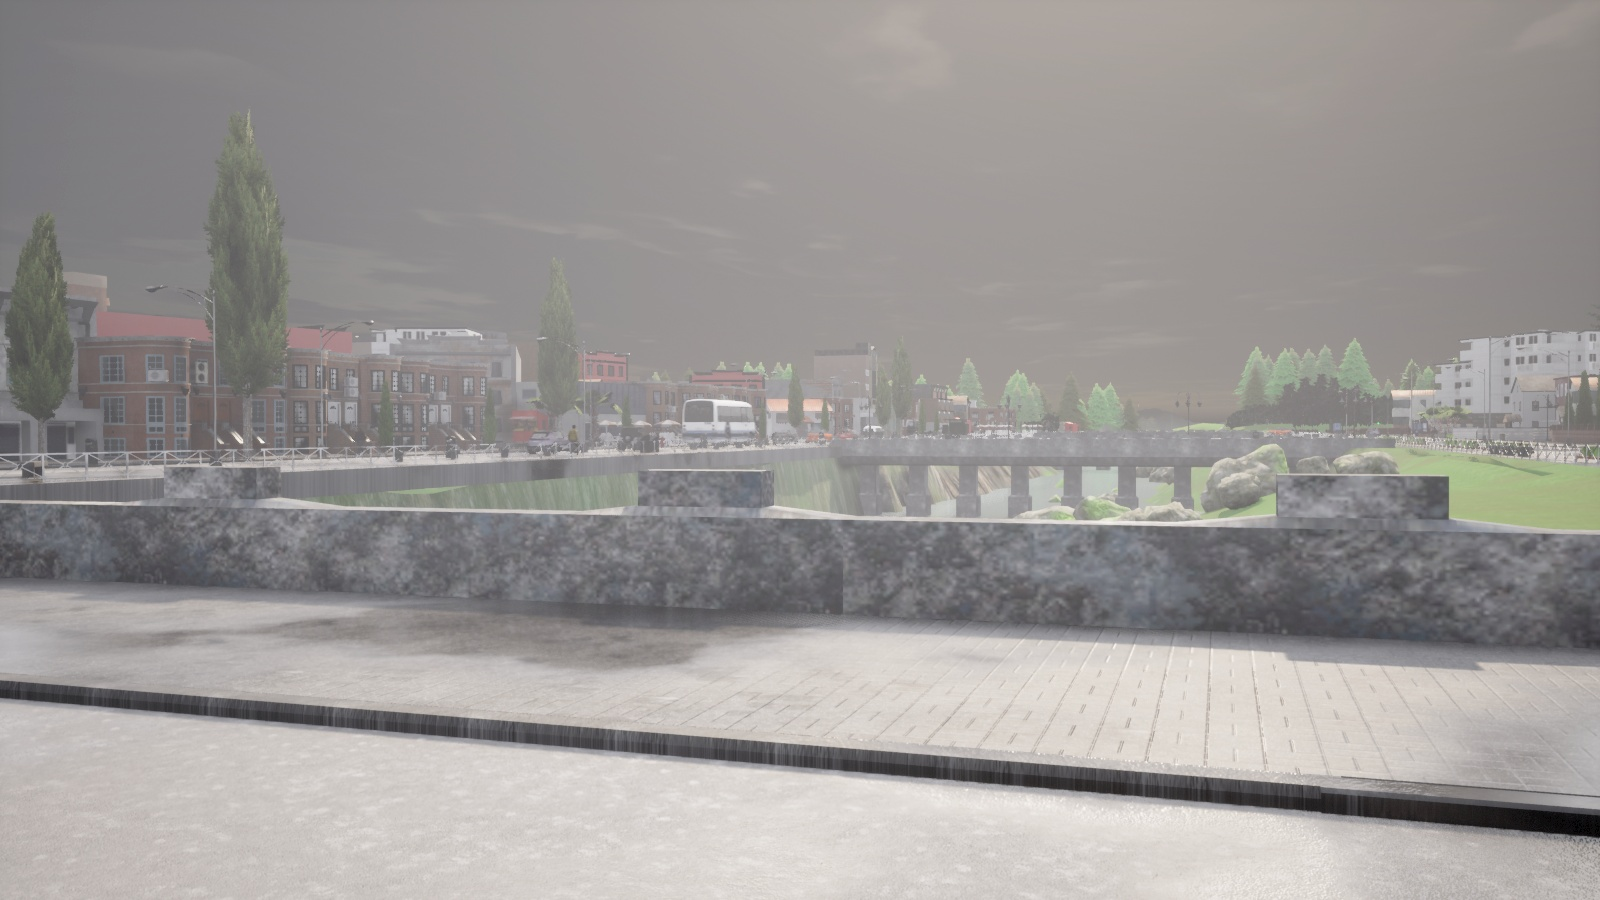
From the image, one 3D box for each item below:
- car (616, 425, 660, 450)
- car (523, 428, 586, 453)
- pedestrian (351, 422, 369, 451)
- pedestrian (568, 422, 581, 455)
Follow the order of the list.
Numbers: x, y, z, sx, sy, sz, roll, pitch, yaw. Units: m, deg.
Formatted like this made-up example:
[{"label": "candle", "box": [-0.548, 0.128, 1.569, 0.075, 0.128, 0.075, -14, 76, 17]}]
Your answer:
[{"label": "car", "box": [-12.490, -0.978, 96.998, 1.905, 1.878, 3.866, 1, 1, 19]}, {"label": "car", "box": [-16.550, -0.665, 84.915, 2.033, 1.649, 4.856, 1, 1, 19]}, {"label": "pedestrian", "box": [-28.213, -0.859, 80.537, 0.634, 1.844, 0.899, 1, 1, 19]}, {"label": "pedestrian", "box": [-12.567, -0.632, 70.038, 0.431, 1.840, 0.709, 0, 1, 17]}]
